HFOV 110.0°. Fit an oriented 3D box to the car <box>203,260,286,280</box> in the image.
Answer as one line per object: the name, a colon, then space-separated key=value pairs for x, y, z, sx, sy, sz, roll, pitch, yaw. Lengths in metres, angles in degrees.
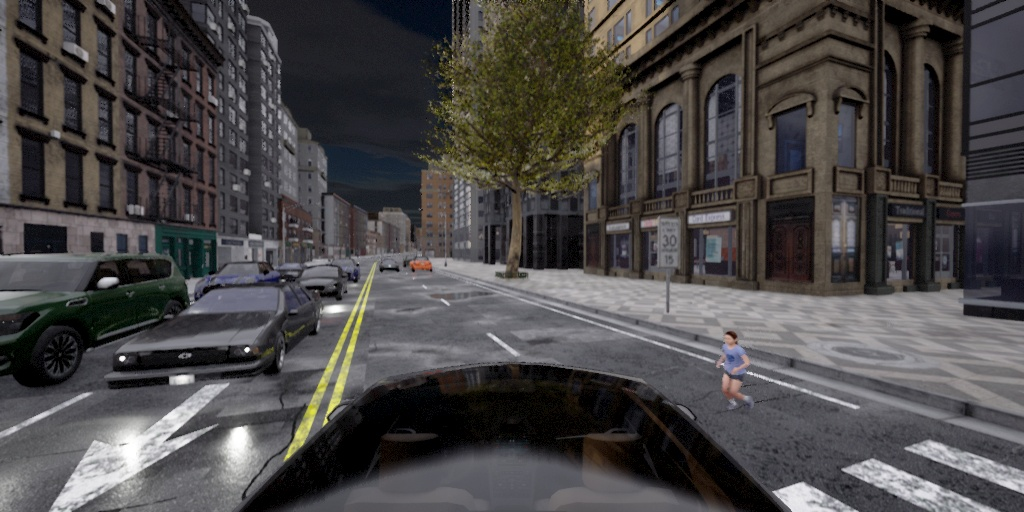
car: x=-11.939 y=1.020 z=15.936 sx=2.097 sy=1.767 sz=4.553 roll=0 pitch=1 yaw=-20

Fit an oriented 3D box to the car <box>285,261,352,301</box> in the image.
car: x=-8.680 y=1.164 z=16.501 sx=1.837 sy=1.490 sz=4.892 roll=0 pitch=1 yaw=-20

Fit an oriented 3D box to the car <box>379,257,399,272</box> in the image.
car: x=-13.646 y=1.012 z=39.840 sx=1.994 sy=1.385 sz=4.181 roll=0 pitch=0 yaw=-20

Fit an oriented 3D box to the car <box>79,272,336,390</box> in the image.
car: x=-5.266 y=1.268 z=7.377 sx=2.033 sy=1.411 sz=5.357 roll=0 pitch=0 yaw=-18

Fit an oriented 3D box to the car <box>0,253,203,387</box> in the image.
car: x=-8.567 y=0.952 z=6.830 sx=2.150 sy=2.045 sz=5.566 roll=0 pitch=0 yaw=-20

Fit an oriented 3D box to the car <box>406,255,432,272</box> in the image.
car: x=-10.134 y=0.804 z=39.611 sx=2.097 sy=1.767 sz=4.553 roll=0 pitch=1 yaw=-20

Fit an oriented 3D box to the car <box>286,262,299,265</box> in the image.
car: x=-15.236 y=1.143 z=24.864 sx=2.033 sy=1.411 sz=5.357 roll=0 pitch=1 yaw=-21

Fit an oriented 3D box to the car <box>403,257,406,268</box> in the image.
car: x=-14.397 y=0.684 z=51.065 sx=2.097 sy=1.767 sz=4.553 roll=0 pitch=1 yaw=-20

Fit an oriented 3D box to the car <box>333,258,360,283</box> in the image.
car: x=-12.023 y=0.939 z=25.554 sx=2.097 sy=1.767 sz=4.553 roll=0 pitch=1 yaw=-20

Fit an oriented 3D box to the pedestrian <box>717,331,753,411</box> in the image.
pedestrian: x=2.837 y=1.399 z=4.565 sx=0.500 sy=1.100 sz=0.500 roll=-1 pitch=1 yaw=-20
